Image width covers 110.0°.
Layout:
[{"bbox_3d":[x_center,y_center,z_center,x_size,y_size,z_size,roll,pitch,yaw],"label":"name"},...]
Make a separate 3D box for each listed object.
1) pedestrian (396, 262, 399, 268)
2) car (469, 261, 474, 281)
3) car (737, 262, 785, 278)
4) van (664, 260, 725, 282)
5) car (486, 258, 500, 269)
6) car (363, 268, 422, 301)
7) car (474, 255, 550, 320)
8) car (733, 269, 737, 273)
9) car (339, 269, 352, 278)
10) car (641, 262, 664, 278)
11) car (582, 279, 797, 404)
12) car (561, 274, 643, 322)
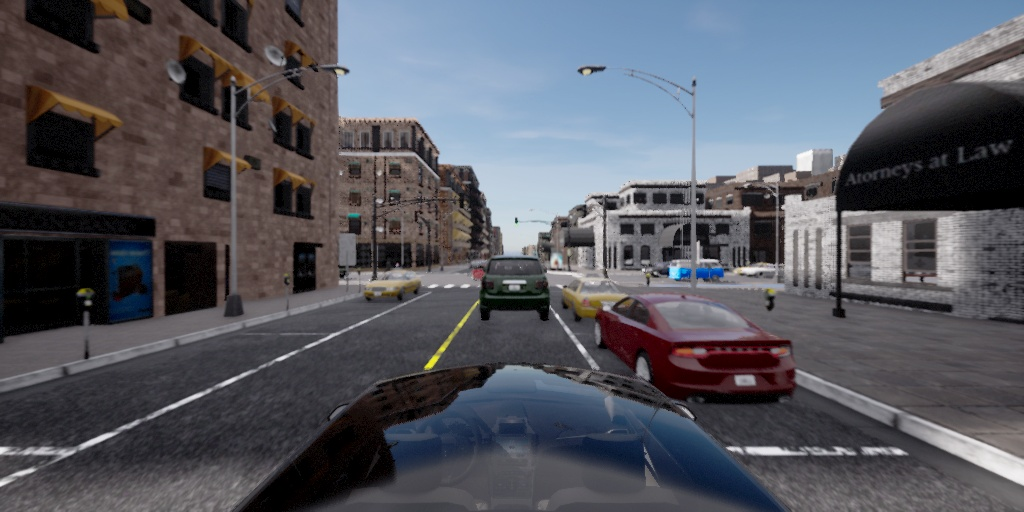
[{"bbox_3d":[-12.620,1.233,39.647,0.500,1.100,0.500,0,0,0],"label":"pedestrian"},{"bbox_3d":[-1.843,1.312,28.081,1.812,1.442,4.674,1,-1,-25],"label":"car"},{"bbox_3d":[24.777,1.430,34.381,4.718,1.301,1.895,0,0,0],"label":"car"},{"bbox_3d":[14.663,1.179,28.521,3.998,1.789,1.690,0,0,0],"label":"van"},{"bbox_3d":[-3.046,1.170,58.978,2.097,1.767,4.553,0,0,0],"label":"car"},{"bbox_3d":[-5.687,1.287,17.591,1.751,1.417,4.829,0,0,0],"label":"car"},{"bbox_3d":[0.102,0.980,12.828,2.150,2.045,5.566,0,0,1],"label":"car"},{"bbox_3d":[25.495,1.341,36.978,4.829,1.417,1.751,0,0,0],"label":"car"},{"bbox_3d":[-16.472,1.360,30.884,4.718,1.301,1.895,0,0,-1],"label":"car"},{"bbox_3d":[14.935,1.295,34.322,4.902,1.511,2.128,0,0,-2],"label":"car"},{"bbox_3d":[2.691,1.298,6.360,1.888,1.381,4.507,0,0,0],"label":"car"},{"bbox_3d":[2.693,1.282,12.228,1.751,1.417,4.829,0,0,0],"label":"car"}]
